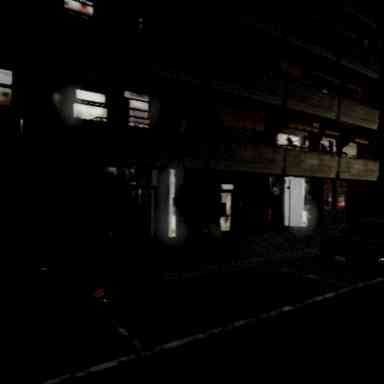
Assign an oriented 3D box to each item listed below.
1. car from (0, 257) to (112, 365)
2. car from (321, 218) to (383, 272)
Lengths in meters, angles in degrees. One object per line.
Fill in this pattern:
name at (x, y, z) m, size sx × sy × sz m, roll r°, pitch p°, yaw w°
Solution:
car at (-3.160, 1.583, 4.292) m, size 4.206 × 1.307 × 1.802 m, roll 0°, pitch 1°, yaw -35°
car at (6.058, 1.558, 10.867) m, size 4.313 × 1.339 × 1.947 m, roll 0°, pitch 1°, yaw -35°
